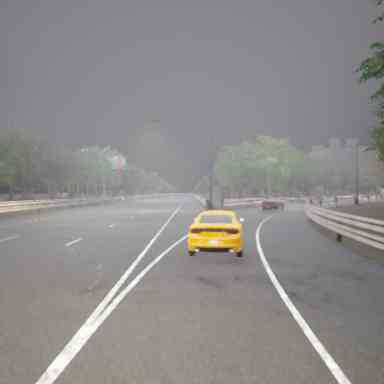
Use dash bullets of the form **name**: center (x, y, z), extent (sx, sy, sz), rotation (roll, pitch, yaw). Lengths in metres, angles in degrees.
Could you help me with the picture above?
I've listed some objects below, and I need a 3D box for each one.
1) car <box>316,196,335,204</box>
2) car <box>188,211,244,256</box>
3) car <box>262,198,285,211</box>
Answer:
- **car**: center (24.475, 1.512, 60.581), extent (2.033, 1.411, 5.357), rotation (0, 0, 44)
- **car**: center (1.048, 1.478, 13.269), extent (1.882, 1.535, 5.008), rotation (0, 0, 8)
- **car**: center (9.961, 1.475, 40.481), extent (1.882, 1.535, 5.008), rotation (0, 0, 27)
